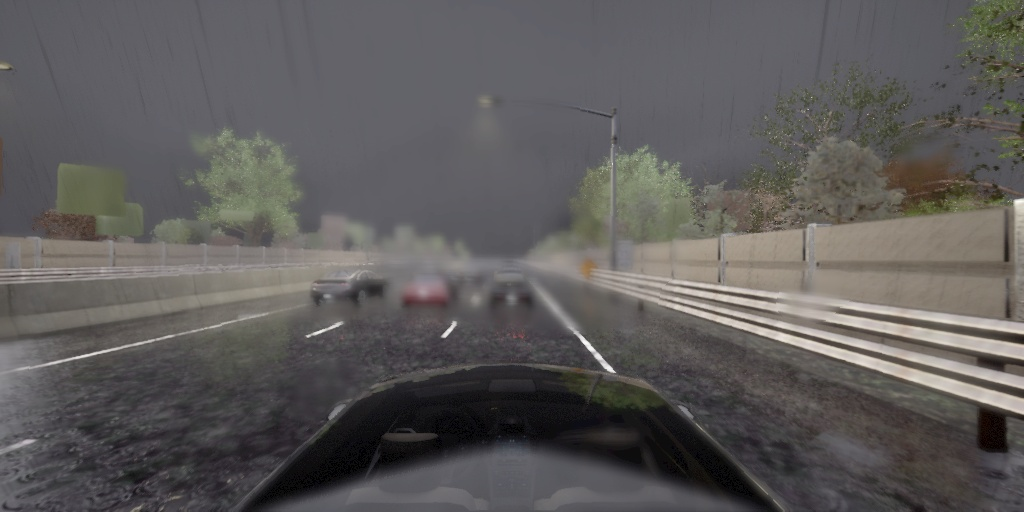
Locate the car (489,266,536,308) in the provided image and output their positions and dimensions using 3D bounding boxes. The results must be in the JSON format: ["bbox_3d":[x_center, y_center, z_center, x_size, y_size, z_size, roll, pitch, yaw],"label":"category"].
[{"bbox_3d":[0.007,1.397,16.145,1.837,1.490,4.892,0,0,0],"label":"car"}]

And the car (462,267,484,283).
[{"bbox_3d":[-3.490,1.636,30.970,1.895,1.301,4.718,0,-1,0],"label":"car"}]

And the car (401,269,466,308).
[{"bbox_3d":[-3.492,1.453,16.151,1.994,1.385,4.181,0,-1,0],"label":"car"}]

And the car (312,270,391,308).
[{"bbox_3d":[-6.993,1.381,16.152,2.128,1.511,4.902,0,0,0],"label":"car"}]

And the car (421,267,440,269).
[{"bbox_3d":[-6.990,1.636,30.968,1.895,1.301,4.718,0,-1,0],"label":"car"}]

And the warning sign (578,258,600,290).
[{"bbox_3d":[4.556,1.052,21.067,1.300,1.860,1.060,0,0,0],"label":"warning sign"}]
